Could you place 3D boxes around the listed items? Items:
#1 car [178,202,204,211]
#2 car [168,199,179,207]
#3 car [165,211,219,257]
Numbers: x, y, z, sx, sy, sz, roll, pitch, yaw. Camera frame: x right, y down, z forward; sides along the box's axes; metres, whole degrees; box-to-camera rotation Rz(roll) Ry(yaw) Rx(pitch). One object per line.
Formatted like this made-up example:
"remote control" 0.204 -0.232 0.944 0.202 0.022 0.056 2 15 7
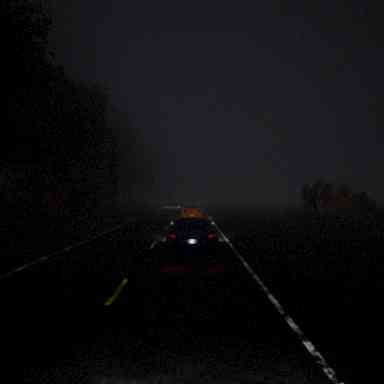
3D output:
"car" 0.020 1.756 29.227 1.882 1.535 5.008 0 0 1
"car" -3.545 2.122 64.523 1.812 1.442 4.674 0 0 1
"car" 0.019 1.696 13.520 1.994 1.385 4.181 0 0 0
